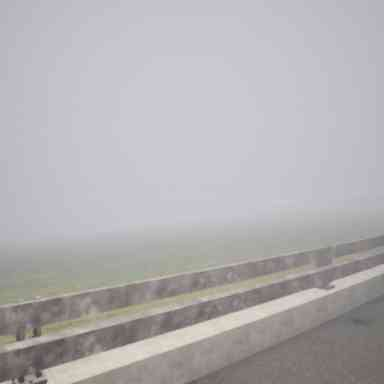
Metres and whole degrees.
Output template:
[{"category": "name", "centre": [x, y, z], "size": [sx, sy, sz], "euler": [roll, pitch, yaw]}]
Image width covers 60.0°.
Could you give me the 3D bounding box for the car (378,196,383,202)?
[{"category": "car", "centre": [42.479, 1.583, 72.543], "size": [1.837, 1.490, 4.892], "euler": [0, 0, 5]}]
